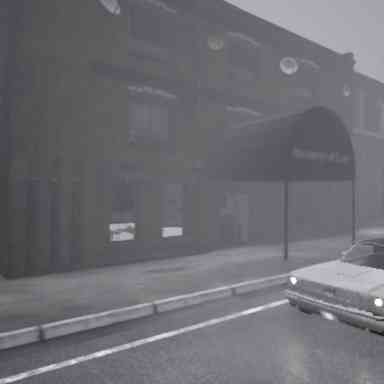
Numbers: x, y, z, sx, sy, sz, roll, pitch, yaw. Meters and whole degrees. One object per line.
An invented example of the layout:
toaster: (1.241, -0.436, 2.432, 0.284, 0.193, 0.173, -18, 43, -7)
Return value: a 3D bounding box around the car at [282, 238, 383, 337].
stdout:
car: (3.943, 1.649, 6.508, 4.718, 1.301, 1.895, 0, 0, -36)
